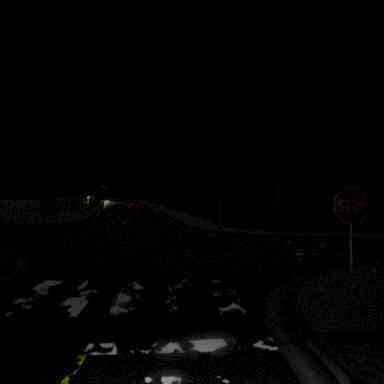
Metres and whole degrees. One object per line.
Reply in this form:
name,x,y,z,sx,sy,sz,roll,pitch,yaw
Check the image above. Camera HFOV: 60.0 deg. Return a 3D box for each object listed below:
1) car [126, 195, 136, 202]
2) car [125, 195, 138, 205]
car,-13.157,1.441,71.392,1.837,1.490,4.892,0,0,-12
car,-10.964,1.531,61.203,1.882,1.535,5.008,0,0,-12
